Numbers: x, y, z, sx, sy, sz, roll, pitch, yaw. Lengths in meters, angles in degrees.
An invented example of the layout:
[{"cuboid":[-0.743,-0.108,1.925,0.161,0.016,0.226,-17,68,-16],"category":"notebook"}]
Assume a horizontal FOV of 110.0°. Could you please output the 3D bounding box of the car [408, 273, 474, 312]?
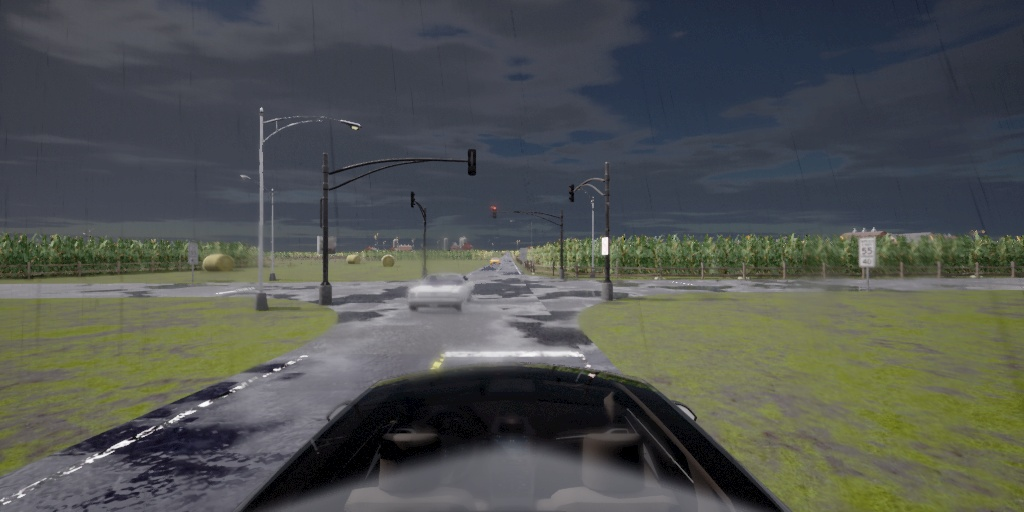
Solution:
[{"cuboid":[-2.650,1.349,14.252,1.895,1.301,4.718,0,0,0],"category":"car"}]
